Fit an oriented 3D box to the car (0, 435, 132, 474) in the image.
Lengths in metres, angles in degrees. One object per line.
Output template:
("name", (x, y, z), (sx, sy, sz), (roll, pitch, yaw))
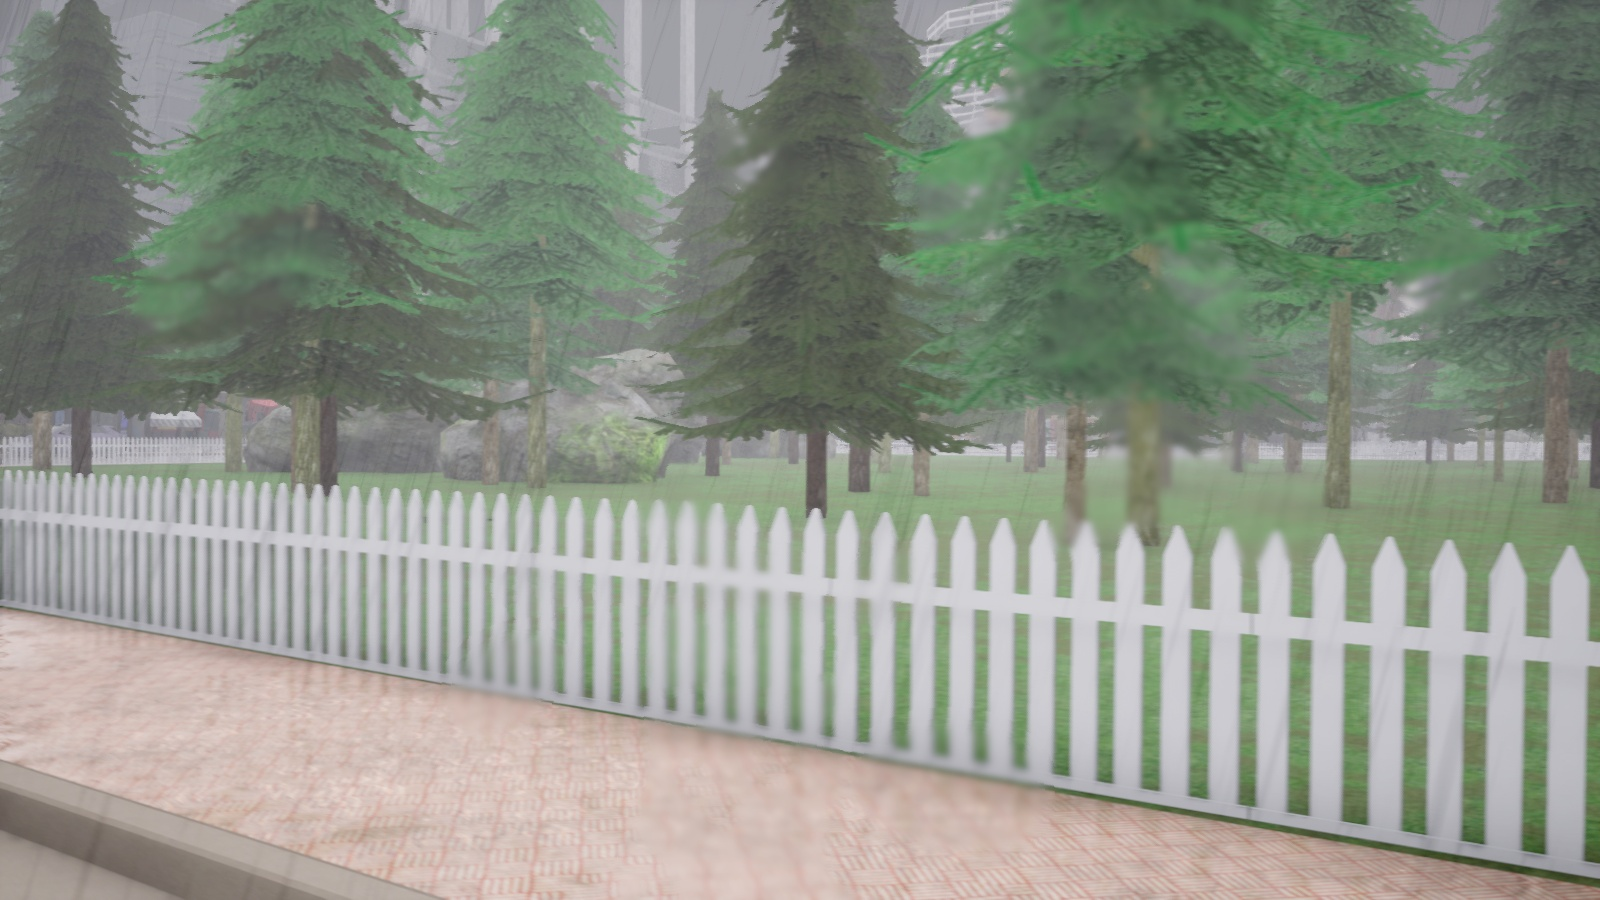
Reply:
("car", (-33.589, 0.180, 57.564), (2.033, 1.649, 4.856), (0, 1, 33))
